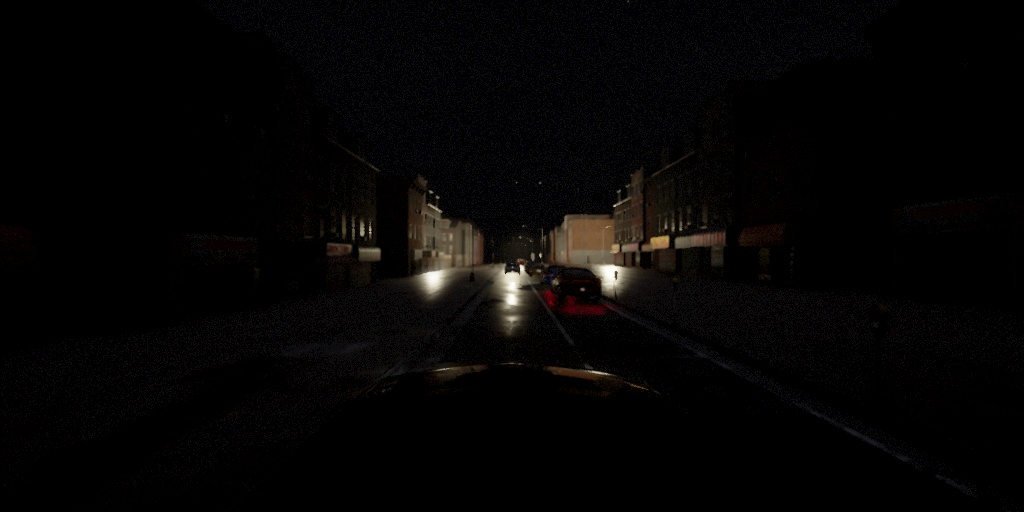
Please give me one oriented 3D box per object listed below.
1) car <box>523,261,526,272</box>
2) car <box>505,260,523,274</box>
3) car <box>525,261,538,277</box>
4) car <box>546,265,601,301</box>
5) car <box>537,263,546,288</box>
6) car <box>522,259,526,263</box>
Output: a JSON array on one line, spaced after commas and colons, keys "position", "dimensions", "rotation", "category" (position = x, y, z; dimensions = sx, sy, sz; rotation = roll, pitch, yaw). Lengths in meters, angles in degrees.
[{"position": [2.636, 1.501, 42.612], "dimensions": [1.802, 1.307, 4.207], "rotation": [0, 0, 0], "category": "car"}, {"position": [0.080, 1.526, 43.841], "dimensions": [1.895, 1.301, 4.718], "rotation": [0, 0, 1], "category": "car"}, {"position": [2.636, 1.414, 37.315], "dimensions": [1.751, 1.417, 4.829], "rotation": [0, 0, 0], "category": "car"}, {"position": [3.015, 1.278, 17.784], "dimensions": [1.882, 1.535, 5.008], "rotation": [0, 0, 0], "category": "car"}, {"position": [3.023, 1.354, 24.784], "dimensions": [1.812, 1.442, 4.674], "rotation": [0, 0, 0], "category": "car"}, {"position": [2.636, 1.390, 48.078], "dimensions": [1.967, 1.591, 4.097], "rotation": [0, 0, 0], "category": "car"}]
